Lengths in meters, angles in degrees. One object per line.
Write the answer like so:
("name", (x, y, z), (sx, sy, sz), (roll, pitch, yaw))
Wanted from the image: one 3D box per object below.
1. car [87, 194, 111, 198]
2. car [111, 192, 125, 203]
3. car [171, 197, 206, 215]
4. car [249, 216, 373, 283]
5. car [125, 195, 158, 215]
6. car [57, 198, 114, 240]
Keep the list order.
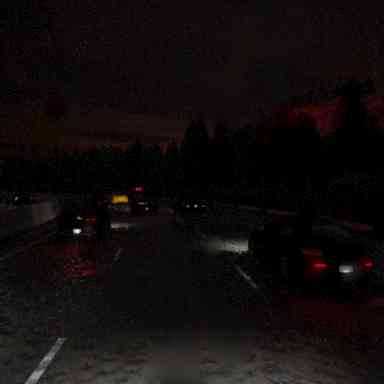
("car", (-9.615, 1.014, 33.438), (1.994, 1.385, 4.181), (0, 1, -20))
("car", (-9.619, 0.776, 42.703), (1.882, 1.535, 5.008), (0, 1, -24))
("car", (-0.377, 1.090, 27.645), (2.033, 1.411, 5.357), (0, 1, -15))
("car", (2.946, 1.372, 9.113), (1.812, 1.442, 4.674), (0, 1, -5))
("car", (-4.059, 1.038, 27.544), (2.128, 1.511, 4.902), (0, 1, -15))
("car", (-4.943, 1.247, 15.591), (1.837, 1.490, 4.892), (0, 1, -9))
